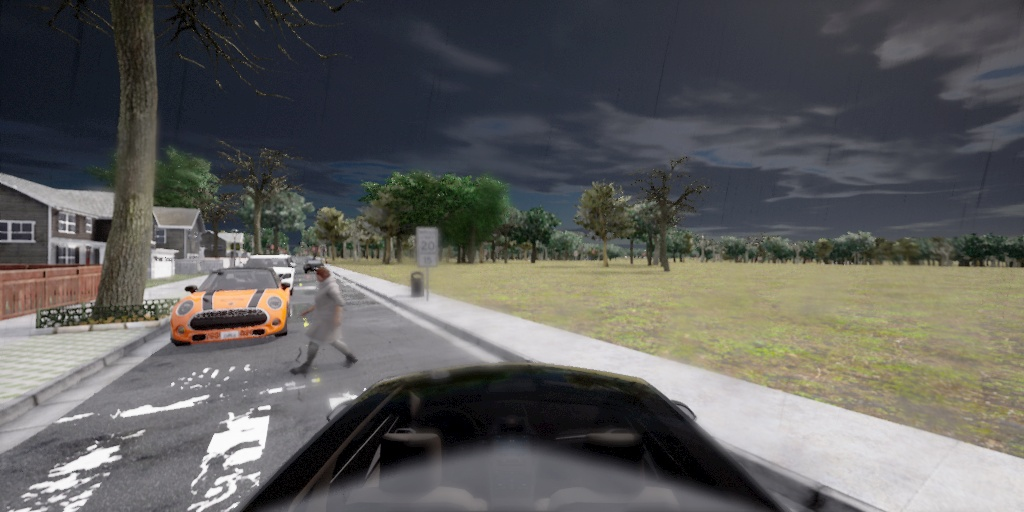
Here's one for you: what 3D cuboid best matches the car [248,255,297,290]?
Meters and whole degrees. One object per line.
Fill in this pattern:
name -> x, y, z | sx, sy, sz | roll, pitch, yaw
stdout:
car -> -12.636, 0.960, 18.670 | 2.150, 2.045, 5.566 | 0, 0, -31

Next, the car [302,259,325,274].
car -> -22.486, 1.188, 40.766 | 1.882, 1.535, 5.008 | 0, 0, -31

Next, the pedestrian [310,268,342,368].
pedestrian -> -3.225, 1.044, 6.212 | 0.375, 1.860, 0.375 | 1, -1, -31

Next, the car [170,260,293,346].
car -> -7.198, 1.100, 9.606 | 2.097, 1.767, 4.553 | 0, 0, -31

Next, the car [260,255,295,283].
car -> -18.929, 0.949, 29.143 | 2.150, 2.045, 5.566 | 0, 0, -31
